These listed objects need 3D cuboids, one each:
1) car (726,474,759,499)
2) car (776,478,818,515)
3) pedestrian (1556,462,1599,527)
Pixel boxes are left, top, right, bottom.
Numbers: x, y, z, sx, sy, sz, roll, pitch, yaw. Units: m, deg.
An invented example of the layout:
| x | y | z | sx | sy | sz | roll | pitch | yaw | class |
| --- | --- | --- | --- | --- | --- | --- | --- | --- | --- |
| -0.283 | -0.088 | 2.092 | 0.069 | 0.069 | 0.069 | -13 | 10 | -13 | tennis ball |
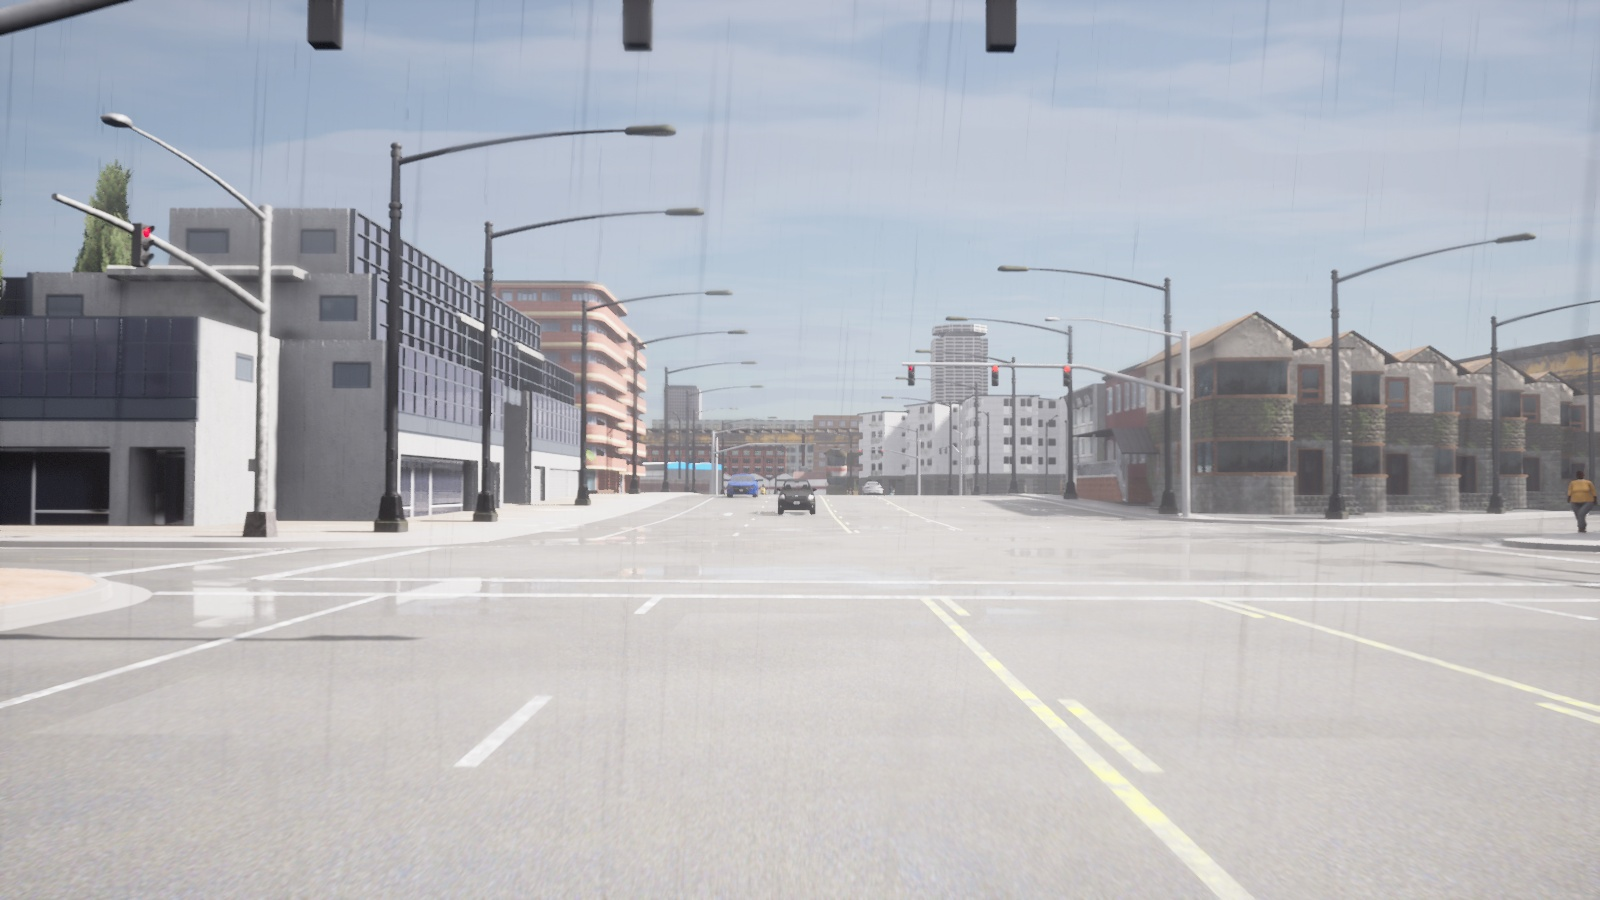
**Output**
| x | y | z | sx | sy | sz | roll | pitch | yaw | class |
| --- | --- | --- | --- | --- | --- | --- | --- | --- | --- |
| -3.687 | 2.341 | 81.389 | 1.882 | 1.535 | 5.008 | 0 | -1 | 0 | car |
| -0.132 | 2.094 | 57.685 | 1.851 | 1.617 | 3.988 | 0 | -1 | 0 | car |
| 22.383 | 1.273 | 36.077 | 0.900 | 1.855 | 0.874 | 1 | -2 | -42 | pedestrian |
